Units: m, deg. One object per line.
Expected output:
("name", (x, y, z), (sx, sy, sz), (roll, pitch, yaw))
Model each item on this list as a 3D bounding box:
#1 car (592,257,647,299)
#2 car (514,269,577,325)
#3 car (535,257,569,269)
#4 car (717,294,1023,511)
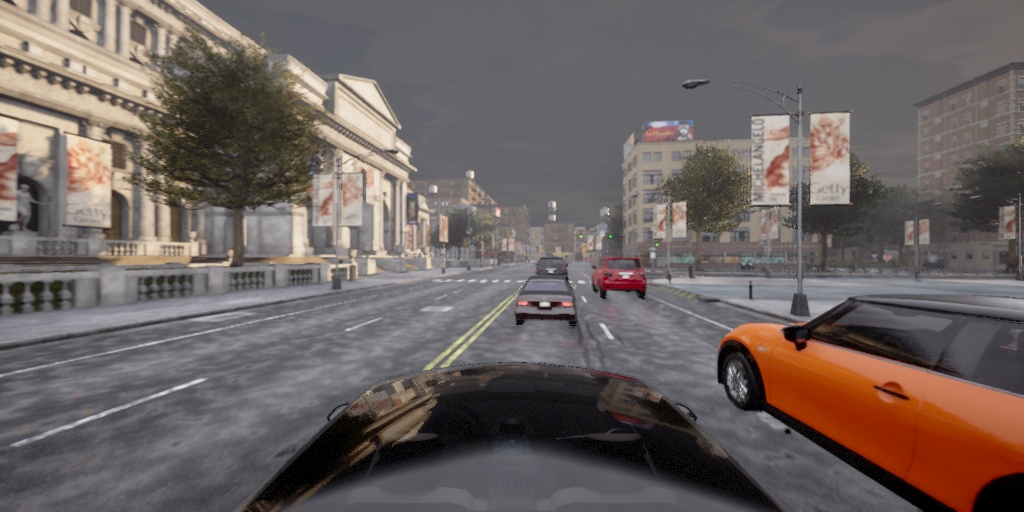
("car", (5.575, 1.063, 19.177), (2.150, 2.045, 5.566), (0, 0, 7))
("car", (1.167, 1.344, 12.034), (2.033, 1.411, 5.357), (0, 0, 7))
("car", (2.772, 1.079, 25.073), (2.150, 2.045, 5.566), (0, 0, 7))
("car", (3.924, 1.121, 3.263), (2.097, 1.767, 4.553), (0, 0, 2))
